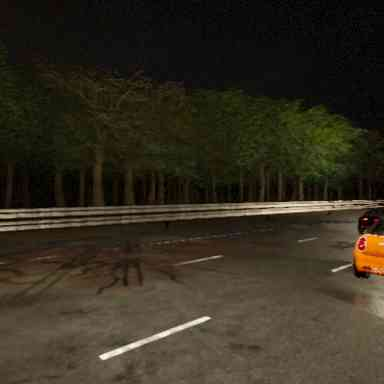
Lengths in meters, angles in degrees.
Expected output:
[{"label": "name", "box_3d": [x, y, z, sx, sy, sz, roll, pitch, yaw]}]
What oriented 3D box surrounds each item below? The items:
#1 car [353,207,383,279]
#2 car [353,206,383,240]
[{"label": "car", "box_3d": [6.303, 1.392, 9.200, 4.553, 1.767, 2.097, 1, 0, -44]}, {"label": "car", "box_3d": [10.602, 1.573, 17.851, 4.892, 1.490, 1.837, 1, 0, -42]}]
